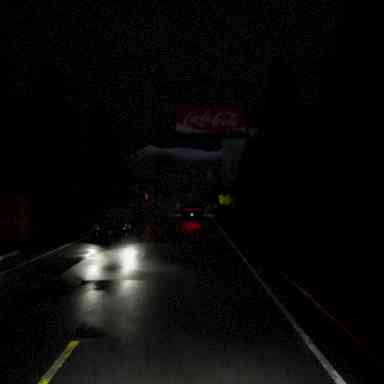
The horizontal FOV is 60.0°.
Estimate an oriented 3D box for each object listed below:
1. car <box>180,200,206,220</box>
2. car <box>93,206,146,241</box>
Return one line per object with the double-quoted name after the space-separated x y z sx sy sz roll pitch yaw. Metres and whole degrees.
0.023 1.501 28.254 1.837 1.490 4.892 0 1 1 "car"
-3.522 1.474 16.862 1.882 1.535 5.008 0 0 0 "car"
